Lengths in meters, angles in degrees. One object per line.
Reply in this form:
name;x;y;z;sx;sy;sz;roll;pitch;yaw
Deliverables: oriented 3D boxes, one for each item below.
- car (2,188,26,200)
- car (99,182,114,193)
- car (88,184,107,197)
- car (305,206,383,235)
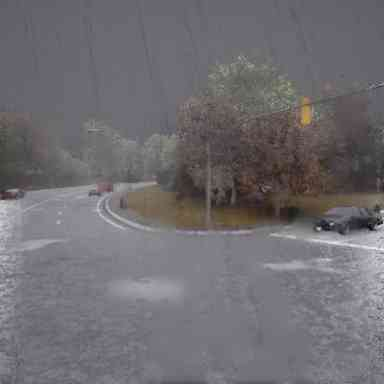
car;-25.227;0.204;47.277;1.882;1.535;5.008;0;3;-10
car;-16.396;-0.987;63.329;2.150;2.045;5.566;0;4;-1
car;-15.309;-0.044;53.232;1.837;1.490;4.892;0;4;-7
car;8.800;1.506;18.891;5.357;1.411;2.033;-1;0;-35
